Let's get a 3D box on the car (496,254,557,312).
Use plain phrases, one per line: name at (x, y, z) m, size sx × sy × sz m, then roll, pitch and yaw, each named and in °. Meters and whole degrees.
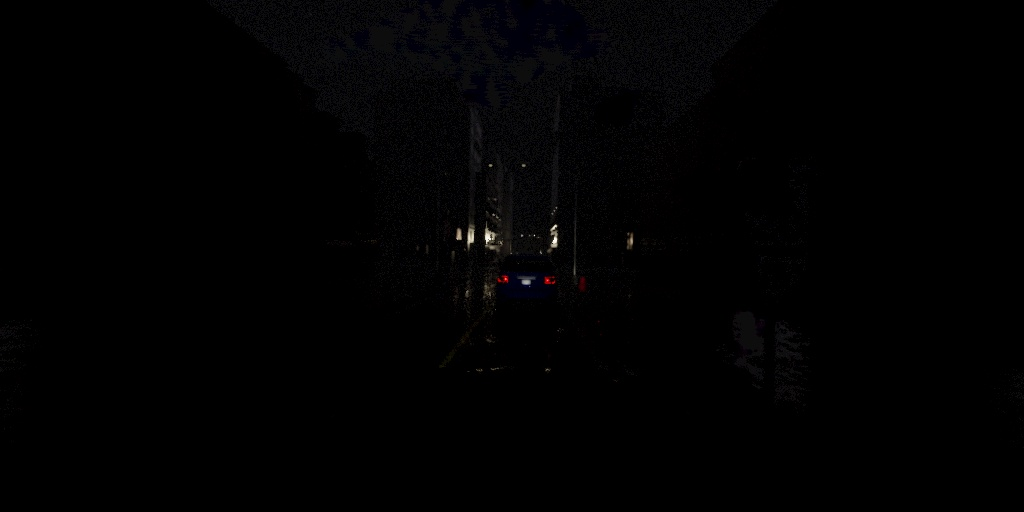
car at (0.620, 0.954, 14.479) m, size 2.150 × 2.045 × 5.566 m, roll 1°, pitch 0°, yaw 3°
